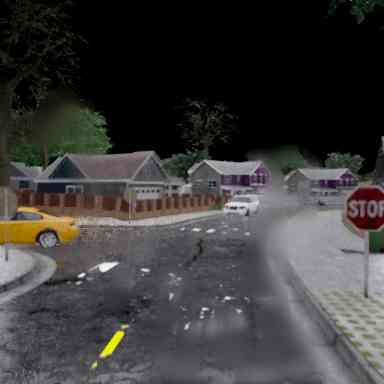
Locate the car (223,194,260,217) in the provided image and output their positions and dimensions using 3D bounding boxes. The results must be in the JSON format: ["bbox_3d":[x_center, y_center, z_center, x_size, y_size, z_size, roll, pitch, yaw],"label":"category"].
[{"bbox_3d":[4.773,1.281,31.324,2.150,2.045,5.566,0,2,26],"label":"car"}]

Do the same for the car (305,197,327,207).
[{"bbox_3d":[19.140,1.567,51.351,2.128,1.511,4.902,1,0,44],"label":"car"}]

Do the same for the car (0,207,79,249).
[{"bbox_3d":[-7.038,1.331,12.950,5.008,1.535,1.882,2,-1,-17],"label":"car"}]
